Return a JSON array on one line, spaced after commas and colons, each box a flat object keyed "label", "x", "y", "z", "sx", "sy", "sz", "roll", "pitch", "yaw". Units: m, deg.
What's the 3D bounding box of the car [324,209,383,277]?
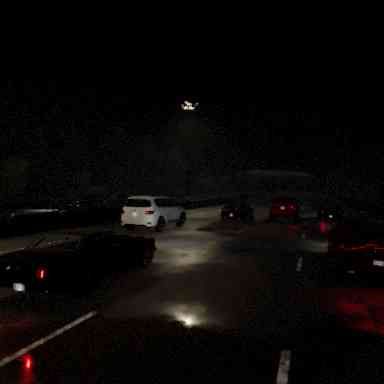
[{"label": "car", "x": 5.286, "y": 1.540, "z": 10.254, "sx": 1.882, "sy": 1.535, "sz": 5.008, "roll": 0, "pitch": 0, "yaw": 20}]

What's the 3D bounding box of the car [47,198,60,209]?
[{"label": "car", "x": -16.582, "y": 1.429, "z": 43.008, "sx": 1.812, "sy": 1.442, "sz": 4.674, "roll": 0, "pitch": 0, "yaw": 20}]

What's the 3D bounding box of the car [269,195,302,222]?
[{"label": "car", "x": 7.637, "y": 1.267, "z": 27.272, "sx": 2.150, "sy": 2.045, "sz": 5.566, "roll": 0, "pitch": 0, "yaw": 20}]

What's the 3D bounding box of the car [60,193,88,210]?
[{"label": "car", "x": -13.354, "y": 1.140, "z": 41.642, "sx": 2.150, "sy": 2.045, "sz": 5.566, "roll": 0, "pitch": 0, "yaw": 20}]

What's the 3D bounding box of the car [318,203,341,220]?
[{"label": "car", "x": 11.898, "y": 1.648, "z": 28.781, "sx": 1.895, "sy": 1.301, "sz": 4.718, "roll": 0, "pitch": 0, "yaw": 20}]

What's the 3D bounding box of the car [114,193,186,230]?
[{"label": "car", "x": -2.192, "y": 1.255, "z": 20.539, "sx": 2.150, "sy": 2.045, "sz": 5.566, "roll": 0, "pitch": 0, "yaw": 20}]

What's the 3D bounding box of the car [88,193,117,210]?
[{"label": "car", "x": -9.855, "y": 1.135, "z": 41.015, "sx": 2.150, "sy": 2.045, "sz": 5.566, "roll": 0, "pitch": 0, "yaw": 20}]

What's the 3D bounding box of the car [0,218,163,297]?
[{"label": "car", "x": -2.690, "y": 1.620, "z": 8.731, "sx": 1.895, "sy": 1.301, "sz": 4.718, "roll": 0, "pitch": 0, "yaw": 20}]

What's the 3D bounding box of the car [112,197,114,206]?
[{"label": "car", "x": -6.757, "y": 1.493, "z": 39.299, "sx": 2.033, "sy": 1.411, "sz": 5.357, "roll": 0, "pitch": 0, "yaw": 20}]

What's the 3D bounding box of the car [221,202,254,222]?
[{"label": "car", "x": 3.738, "y": 1.514, "z": 26.743, "sx": 1.882, "sy": 1.535, "sz": 5.008, "roll": 0, "pitch": 0, "yaw": 20}]
